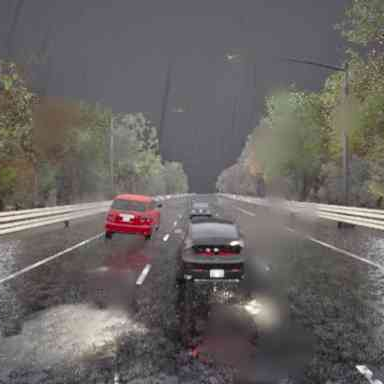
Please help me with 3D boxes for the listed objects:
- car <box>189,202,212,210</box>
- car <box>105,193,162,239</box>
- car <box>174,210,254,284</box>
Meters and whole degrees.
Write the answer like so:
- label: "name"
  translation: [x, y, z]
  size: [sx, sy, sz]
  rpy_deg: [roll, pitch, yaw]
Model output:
- label: "car"
  translation: [0.718, 1.539, 28.279]
  size: [2.033, 1.411, 5.357]
  rpy_deg: [0, 0, 1]
- label: "car"
  translation: [-2.875, 1.139, 17.324]
  size: [2.150, 2.045, 5.566]
  rpy_deg: [6, 3, 0]
- label: "car"
  translation: [0.545, 1.504, 9.585]
  size: [1.837, 1.490, 4.892]
  rpy_deg: [0, 0, 0]
